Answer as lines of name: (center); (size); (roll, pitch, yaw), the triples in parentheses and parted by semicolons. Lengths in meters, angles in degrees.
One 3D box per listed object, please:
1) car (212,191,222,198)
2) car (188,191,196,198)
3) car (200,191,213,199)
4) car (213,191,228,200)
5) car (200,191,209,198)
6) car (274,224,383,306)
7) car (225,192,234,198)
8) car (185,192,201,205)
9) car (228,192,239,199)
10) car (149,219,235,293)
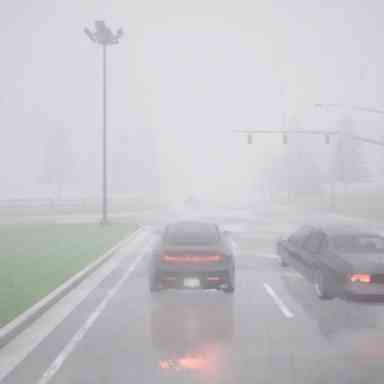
car: (6.999, 0.608, 93.318); (2.150, 2.045, 5.566); (0, 0, 0)
car: (-0.001, 0.607, 93.318); (2.150, 2.045, 5.566); (0, 0, 0)
car: (3.499, 0.946, 83.256); (2.097, 1.767, 4.553); (0, 0, 0)
car: (6.999, 1.117, 82.871); (2.128, 1.511, 4.902); (0, 0, 0)
car: (3.499, 0.608, 93.318); (2.150, 2.045, 5.566); (0, 0, 0)
car: (3.504, 1.507, 8.186); (2.033, 1.411, 5.357); (0, 0, 0)
car: (10.499, 0.883, 93.290); (1.837, 1.490, 4.892); (0, 0, 0)
car: (-0.001, 1.225, 52.250); (1.882, 1.535, 5.008); (0, 0, 0)
car: (10.499, 0.946, 83.257); (2.097, 1.767, 4.553); (0, 0, 0)
car: (0.010, 1.462, 8.745); (1.837, 1.490, 4.892); (0, 0, 0)
